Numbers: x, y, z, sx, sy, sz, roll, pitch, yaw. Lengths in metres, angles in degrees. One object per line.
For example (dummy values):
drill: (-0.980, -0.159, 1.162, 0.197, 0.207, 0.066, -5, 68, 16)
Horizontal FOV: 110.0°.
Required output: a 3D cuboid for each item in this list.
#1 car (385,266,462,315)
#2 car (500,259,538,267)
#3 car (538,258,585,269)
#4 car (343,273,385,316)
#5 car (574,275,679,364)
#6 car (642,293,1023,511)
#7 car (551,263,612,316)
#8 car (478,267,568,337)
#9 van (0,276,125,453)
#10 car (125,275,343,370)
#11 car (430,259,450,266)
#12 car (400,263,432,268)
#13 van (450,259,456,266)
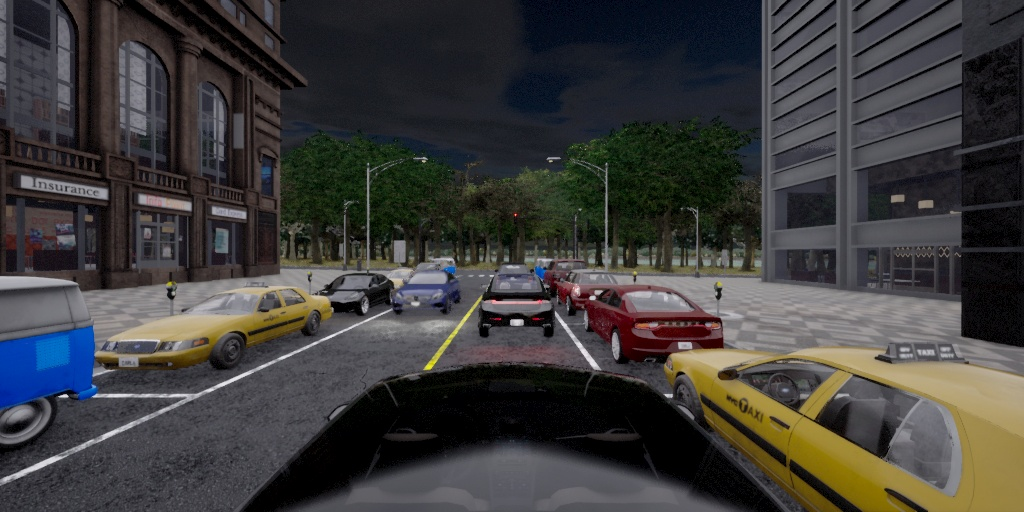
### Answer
car: (-3.074, 1.276, 13.811, 1.812, 1.442, 4.674, 0, 0, 0)
car: (0.122, 1.104, 19.234, 2.097, 1.767, 4.553, 0, 0, 1)
car: (2.783, 1.066, 18.831, 2.192, 1.841, 5.009, 0, 0, 0)
car: (-5.749, 1.316, 13.403, 1.948, 1.339, 4.313, 0, 0, 0)
car: (2.769, 1.295, 7.956, 1.888, 1.381, 4.507, 0, 0, 0)
car: (2.763, 1.275, 2.688, 1.751, 1.417, 4.829, 0, 0, 0)
car: (2.776, 1.190, 13.393, 1.967, 1.591, 4.097, 0, 0, 0)
car: (0.111, 1.242, 10.269, 2.128, 1.511, 4.902, 0, 0, 0)
van: (-5.762, 1.091, 2.529, 1.690, 1.789, 3.998, 0, 0, 0)
car: (-5.756, 1.275, 7.796, 1.751, 1.417, 4.829, 0, 0, 0)
car: (-5.736, 1.192, 24.278, 1.967, 1.591, 4.097, 0, 0, 0)
car: (-5.743, 1.277, 18.671, 1.751, 1.417, 4.829, 0, 0, 0)
van: (-5.729, 1.095, 29.716, 1.690, 1.789, 3.998, 0, 0, 0)
